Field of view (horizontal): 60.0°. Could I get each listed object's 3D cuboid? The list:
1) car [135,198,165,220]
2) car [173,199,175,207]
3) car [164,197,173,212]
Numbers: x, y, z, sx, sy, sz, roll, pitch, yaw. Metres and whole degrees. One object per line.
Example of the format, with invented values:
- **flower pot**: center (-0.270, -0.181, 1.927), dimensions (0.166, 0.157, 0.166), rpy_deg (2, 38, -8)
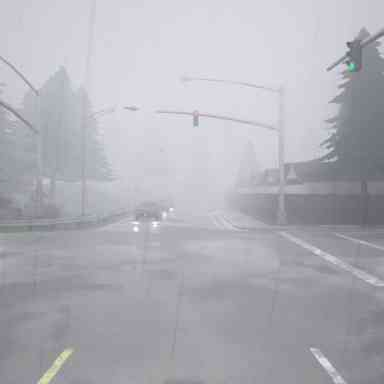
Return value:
- **car**: center (-3.603, 1.505, 28.038), dimensions (1.837, 1.490, 4.892), rpy_deg (0, 0, 0)
- **car**: center (-3.515, 1.504, 48.307), dimensions (1.837, 1.490, 4.892), rpy_deg (0, 0, 2)
- **car**: center (-3.599, 1.564, 37.952), dimensions (1.994, 1.385, 4.181), rpy_deg (0, 0, 0)
